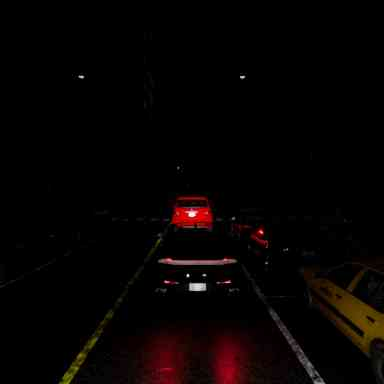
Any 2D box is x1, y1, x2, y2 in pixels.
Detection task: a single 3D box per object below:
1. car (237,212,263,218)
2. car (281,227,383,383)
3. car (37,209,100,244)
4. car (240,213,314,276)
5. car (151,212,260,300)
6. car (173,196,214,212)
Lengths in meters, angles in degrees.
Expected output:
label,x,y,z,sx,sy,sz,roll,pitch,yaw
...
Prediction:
label,x,y,z,sx,sy,sz,roll,pitch,yaw
car,2.863,1.576,15.783,1.802,1.307,4.206,-1,0,0
car,2.865,1.524,4.781,1.752,1.417,4.829,-1,0,0
car,-5.682,1.539,15.778,1.887,1.381,4.507,-1,0,0
car,2.864,1.562,10.197,1.947,1.339,4.313,-1,0,0
car,0.097,1.489,8.395,2.128,1.511,4.902,0,0,0
car,0.071,1.217,19.305,2.150,2.045,5.566,0,0,1
